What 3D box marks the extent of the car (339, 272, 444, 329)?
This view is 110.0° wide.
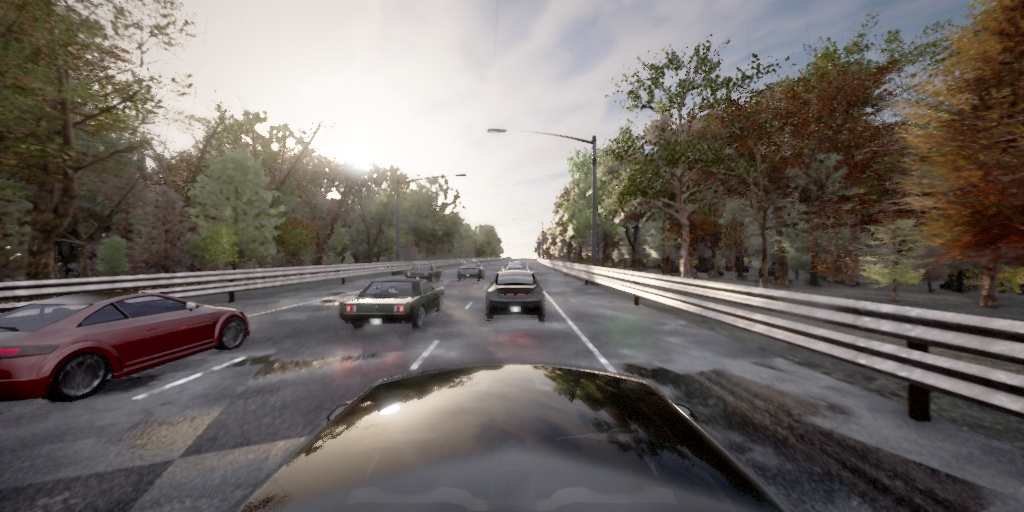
[{"bbox_3d":[-3.401,1.351,11.210,1.895,1.301,4.718,0,0,0],"label":"car"}]

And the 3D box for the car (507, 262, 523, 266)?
[{"bbox_3d":[0.262,1.269,30.710,1.812,1.442,4.674,0,0,1],"label":"car"}]

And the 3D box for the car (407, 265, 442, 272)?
[{"bbox_3d":[-6.808,1.353,28.292,1.895,1.301,4.718,0,0,1],"label":"car"}]

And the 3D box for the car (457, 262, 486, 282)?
[{"bbox_3d":[-3.257,1.236,29.235,2.128,1.511,4.902,0,0,1],"label":"car"}]

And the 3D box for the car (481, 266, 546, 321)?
[{"bbox_3d":[0.111,1.255,12.558,1.837,1.490,4.892,0,0,0],"label":"car"}]

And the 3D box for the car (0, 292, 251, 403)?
[{"bbox_3d":[-6.872,1.313,6.345,1.994,1.385,4.181,0,0,0],"label":"car"}]
